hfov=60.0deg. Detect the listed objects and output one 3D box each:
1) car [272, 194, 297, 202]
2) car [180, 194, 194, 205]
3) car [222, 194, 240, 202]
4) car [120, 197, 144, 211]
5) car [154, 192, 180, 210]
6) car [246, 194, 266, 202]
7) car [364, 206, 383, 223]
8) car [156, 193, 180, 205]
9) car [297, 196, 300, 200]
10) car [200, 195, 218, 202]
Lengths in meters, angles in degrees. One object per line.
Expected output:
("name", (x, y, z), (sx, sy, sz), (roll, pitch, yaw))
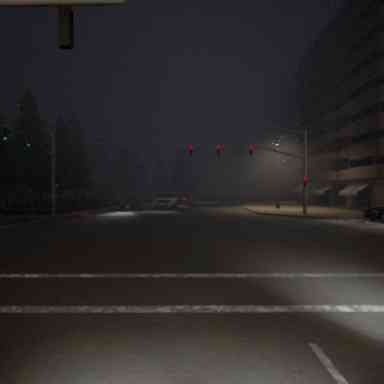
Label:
("car", (18.686, 1.322, 68.360), (4.718, 1.301, 1.895), (0, 0, -33))
("car", (-1.304, 1.143, 52.415), (2.097, 1.767, 4.553), (0, 0, 19))
("car", (8.067, 1.219, 68.574), (2.128, 1.511, 4.902), (0, 0, 42))
("car", (-6.786, 1.340, 37.929), (2.128, 1.511, 4.902), (0, 0, 3))
("car", (-3.184, 1.058, 41.013), (2.150, 2.045, 5.566), (0, 0, 6))
("car", (13.288, 1.204, 68.689), (5.008, 1.535, 1.882), (0, 0, -41))
("car", (15.513, 1.434, 24.713), (5.008, 1.535, 1.882), (0, 0, 2))
("car", (-3.944, 1.129, 55.441), (2.097, 1.767, 4.553), (0, 0, 21))
("car", (22.097, 1.229, 74.196), (4.902, 1.511, 2.128), (0, 0, -22))
("car", (3.515, 1.250, 68.758), (1.812, 1.442, 4.674), (0, 0, 38))
